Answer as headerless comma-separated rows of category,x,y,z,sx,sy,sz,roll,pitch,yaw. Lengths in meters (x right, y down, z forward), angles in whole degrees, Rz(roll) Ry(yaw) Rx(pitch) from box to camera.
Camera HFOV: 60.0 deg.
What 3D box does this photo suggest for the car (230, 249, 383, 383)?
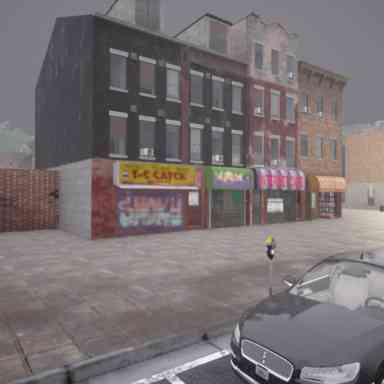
car,2.474,1.552,4.562,4.403,1.369,2.008,0,0,-35
